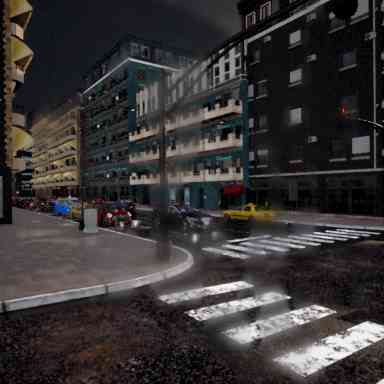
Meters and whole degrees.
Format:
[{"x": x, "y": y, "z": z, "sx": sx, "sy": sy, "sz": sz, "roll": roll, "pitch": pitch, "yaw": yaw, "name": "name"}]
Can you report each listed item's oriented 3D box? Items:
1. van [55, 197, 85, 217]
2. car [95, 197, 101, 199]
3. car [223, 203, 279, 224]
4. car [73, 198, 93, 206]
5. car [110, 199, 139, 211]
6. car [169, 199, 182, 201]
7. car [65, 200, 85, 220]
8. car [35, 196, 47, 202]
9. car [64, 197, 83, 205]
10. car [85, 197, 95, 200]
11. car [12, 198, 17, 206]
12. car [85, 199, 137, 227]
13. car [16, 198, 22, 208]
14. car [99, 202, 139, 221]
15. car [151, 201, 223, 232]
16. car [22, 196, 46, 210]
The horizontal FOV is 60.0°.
[{"x": -12.289, "y": 1.483, "z": 32.917, "sx": 1.690, "sy": 1.788, "sz": 3.998, "roll": -1, "pitch": 1, "yaw": -35, "name": "van"}, {"x": -15.096, "y": 1.502, "z": 51.302, "sx": 1.967, "sy": 1.590, "sz": 4.097, "roll": -1, "pitch": 1, "yaw": -35, "name": "car"}, {"x": 4.072, "y": 1.498, "z": 24.397, "sx": 1.752, "sy": 1.417, "sz": 4.829, "roll": -1, "pitch": 1, "yaw": -35, "name": "car"}, {"x": -18.305, "y": 1.644, "z": 55.811, "sx": 1.947, "sy": 1.339, "sz": 4.313, "roll": -1, "pitch": 1, "yaw": -35, "name": "car"}, {"x": -8.672, "y": 1.582, "z": 42.288, "sx": 2.008, "sy": 1.369, "sz": 4.403, "roll": -1, "pitch": 1, "yaw": -35, "name": "car"}, {"x": -2.252, "y": 1.441, "z": 33.272, "sx": 1.967, "sy": 1.590, "sz": 4.097, "roll": -1, "pitch": 1, "yaw": -35, "name": "car"}, {"x": -8.977, "y": 1.652, "z": 28.273, "sx": 1.752, "sy": 1.417, "sz": 4.829, "roll": -1, "pitch": 1, "yaw": -35, "name": "car"}, {"x": -37.570, "y": 1.728, "z": 82.857, "sx": 1.887, "sy": 1.381, "sz": 4.507, "roll": -1, "pitch": 1, "yaw": -35, "name": "car"}, {"x": -21.516, "y": 1.645, "z": 60.319, "sx": 2.008, "sy": 1.369, "sz": 4.403, "roll": -1, "pitch": 1, "yaw": -35, "name": "car"}, {"x": -13.543, "y": 1.474, "z": 39.171, "sx": 2.097, "sy": 1.767, "sz": 4.553, "roll": -1, "pitch": 0, "yaw": -35, "name": "car"}, {"x": -31.552, "y": 1.782, "z": 59.965, "sx": 1.887, "sy": 1.381, "sz": 4.507, "roll": -1, "pitch": 1, "yaw": -35, "name": "car"}, {"x": -5.866, "y": 1.553, "z": 23.904, "sx": 1.967, "sy": 1.590, "sz": 4.097, "roll": -1, "pitch": 1, "yaw": -35, "name": "car"}, {"x": -25.130, "y": 1.770, "z": 50.949, "sx": 1.947, "sy": 1.339, "sz": 4.313, "roll": -1, "pitch": 1, "yaw": -35, "name": "car"}, {"x": -6.484, "y": 1.650, "z": 29.243, "sx": 1.994, "sy": 1.385, "sz": 4.181, "roll": -1, "pitch": 0, "yaw": -35, "name": "car"}, {"x": -0.693, "y": 1.552, "z": 21.022, "sx": 2.128, "sy": 1.511, "sz": 4.902, "roll": -1, "pitch": 0, "yaw": -39, "name": "car"}, {"x": -21.921, "y": 1.628, "z": 46.441, "sx": 1.967, "sy": 1.590, "sz": 4.097, "roll": -1, "pitch": 1, "yaw": -35, "name": "car"}]
